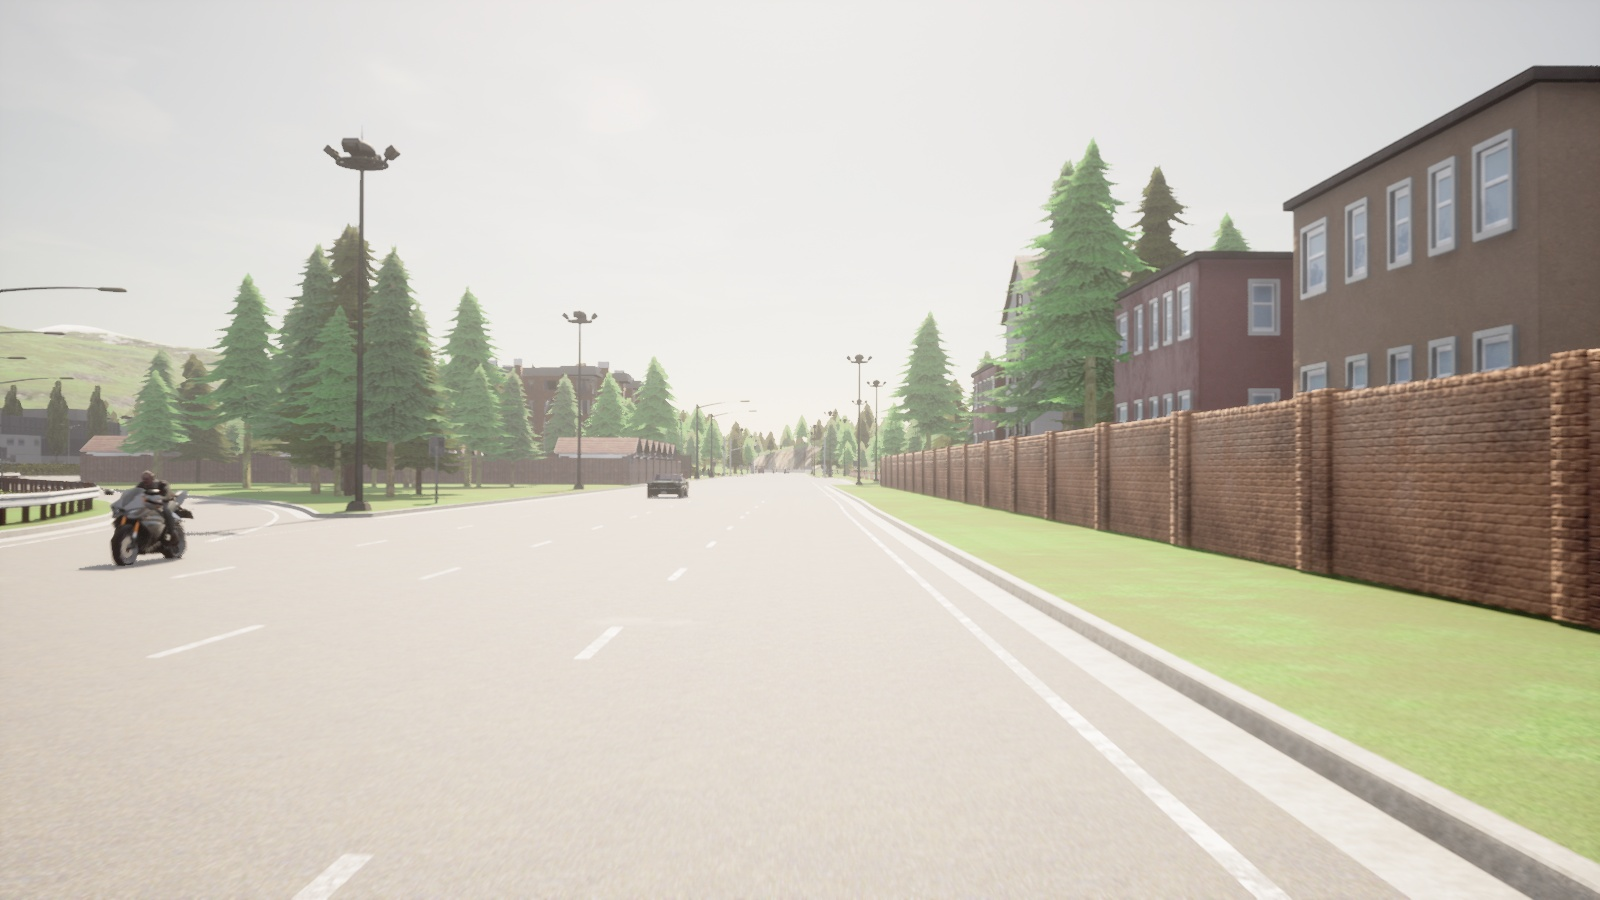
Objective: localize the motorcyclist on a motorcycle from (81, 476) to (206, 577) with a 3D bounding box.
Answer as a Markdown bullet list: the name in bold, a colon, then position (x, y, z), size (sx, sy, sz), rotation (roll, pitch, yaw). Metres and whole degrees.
- **motorcyclist on a motorcycle**: position (-10.548, 1.197, 20.280), size (0.866, 1.530, 2.191), rotation (0, -1, 0)

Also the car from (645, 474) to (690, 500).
- **car**: position (-6.996, 1.952, 66.553), size (1.895, 1.301, 4.718), rotation (0, -1, 0)
